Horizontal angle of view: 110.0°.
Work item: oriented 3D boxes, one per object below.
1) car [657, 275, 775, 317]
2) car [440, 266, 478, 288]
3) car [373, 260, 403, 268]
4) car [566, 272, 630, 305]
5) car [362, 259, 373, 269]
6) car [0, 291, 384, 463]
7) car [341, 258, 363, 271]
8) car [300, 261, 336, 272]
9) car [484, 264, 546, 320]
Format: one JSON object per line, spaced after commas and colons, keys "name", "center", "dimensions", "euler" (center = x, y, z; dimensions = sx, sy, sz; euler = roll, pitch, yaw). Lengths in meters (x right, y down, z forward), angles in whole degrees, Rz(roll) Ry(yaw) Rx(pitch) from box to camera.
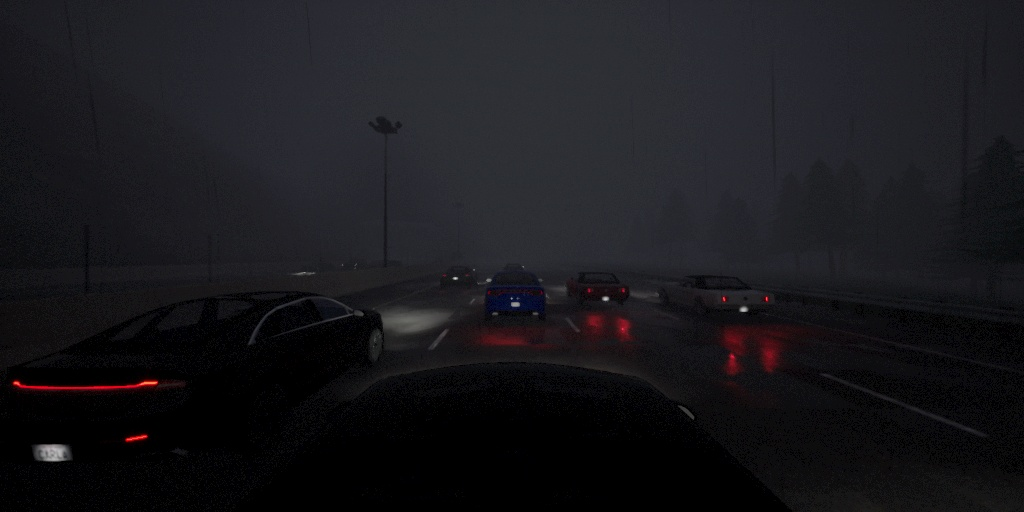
{"name": "car", "center": [7.103, 1.350, 13.207], "dimensions": [1.895, 1.301, 4.718], "euler": [0, 0, 0]}
{"name": "car", "center": [-3.394, 1.313, 23.500], "dimensions": [1.994, 1.385, 4.181], "euler": [0, 0, 0]}
{"name": "car", "center": [-14.085, 1.252, 41.766], "dimensions": [1.837, 1.490, 4.892], "euler": [0, 0, 0]}
{"name": "car", "center": [3.604, 1.350, 16.001], "dimensions": [1.895, 1.301, 4.718], "euler": [0, 0, 0]}
{"name": "car", "center": [-17.574, 1.272, 47.341], "dimensions": [1.812, 1.442, 4.674], "euler": [0, 0, 0]}
{"name": "car", "center": [-3.399, 1.241, 5.079], "dimensions": [2.128, 1.511, 4.902], "euler": [0, 0, 0]}
{"name": "car", "center": [-21.090, 1.100, 48.308], "dimensions": [2.097, 1.767, 4.553], "euler": [0, 0, 0]}
{"name": "car", "center": [-24.559, 1.294, 45.686], "dimensions": [2.033, 1.411, 5.357], "euler": [0, 0, 1]}
{"name": "car", "center": [0.100, 1.227, 12.681], "dimensions": [1.882, 1.535, 5.008], "euler": [0, 0, 0]}
